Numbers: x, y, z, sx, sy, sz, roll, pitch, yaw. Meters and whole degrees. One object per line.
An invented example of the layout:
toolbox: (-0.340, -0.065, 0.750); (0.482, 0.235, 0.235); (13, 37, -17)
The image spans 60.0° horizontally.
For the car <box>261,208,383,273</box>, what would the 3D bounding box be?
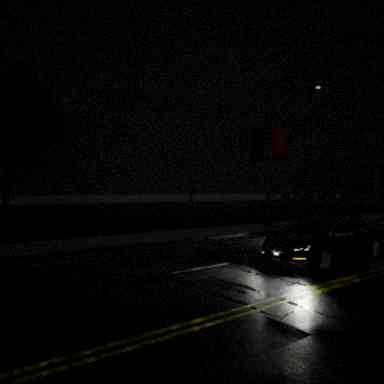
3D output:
car: (4.342, 1.476, 10.775); (4.892, 1.490, 1.837); (0, 0, -35)
